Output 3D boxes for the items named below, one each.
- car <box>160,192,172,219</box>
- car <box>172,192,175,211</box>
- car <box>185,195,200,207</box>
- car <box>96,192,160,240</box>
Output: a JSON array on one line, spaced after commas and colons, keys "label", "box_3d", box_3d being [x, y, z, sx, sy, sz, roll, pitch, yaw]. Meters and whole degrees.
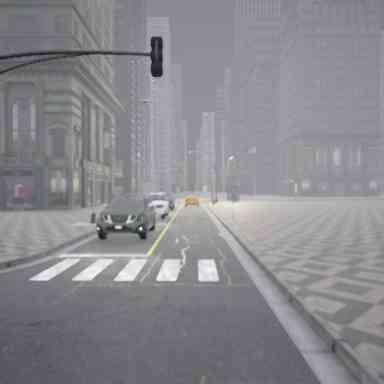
[{"label": "car", "box_3d": [-3.103, 1.047, 27.237, 2.150, 2.045, 5.566, 0, 0, 0]}, {"label": "car", "box_3d": [-3.078, 0.984, 37.953, 2.150, 2.045, 5.566, 0, 0, 0]}, {"label": "car", "box_3d": [0.020, 1.201, 44.648, 1.882, 1.535, 5.008, 0, 0, 1]}, {"label": "car", "box_3d": [-3.098, 1.112, 16.789, 2.150, 2.045, 5.566, 0, 0, 0]}]
